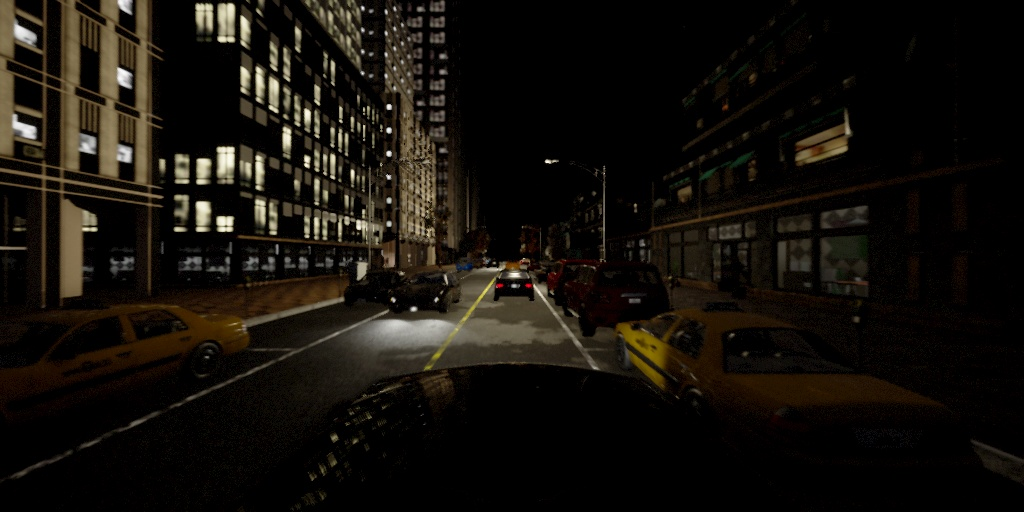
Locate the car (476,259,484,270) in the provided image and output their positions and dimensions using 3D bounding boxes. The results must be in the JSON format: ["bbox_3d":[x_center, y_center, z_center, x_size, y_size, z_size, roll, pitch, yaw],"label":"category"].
[{"bbox_3d":[-5.720,1.304,54.370,1.751,1.417,4.829,0,0,0],"label":"car"}]

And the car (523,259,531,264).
[{"bbox_3d":[2.667,1.351,43.468,1.802,1.307,4.207,0,0,0],"label":"car"}]

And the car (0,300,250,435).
[{"bbox_3d":[-5.693,1.276,4.537,1.751,1.417,4.829,0,0,0],"label":"car"}]

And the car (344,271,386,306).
[{"bbox_3d":[-5.699,1.320,15.781,1.948,1.339,4.313,0,0,0],"label":"car"}]

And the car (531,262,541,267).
[{"bbox_3d":[2.675,1.325,26.857,1.948,1.339,4.313,0,0,0],"label":"car"}]

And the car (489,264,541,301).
[{"bbox_3d":[0.090,1.303,17.510,2.033,1.411,5.357,0,0,0],"label":"car"}]

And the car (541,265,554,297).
[{"bbox_3d":[2.682,1.069,15.783,2.192,1.841,5.009,0,0,0],"label":"car"}]

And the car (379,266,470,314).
[{"bbox_3d":[-3.108,1.301,14.010,2.033,1.411,5.357,0,0,0],"label":"car"}]

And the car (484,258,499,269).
[{"bbox_3d":[-3.031,1.383,57.834,1.994,1.385,4.181,0,0,0],"label":"car"}]

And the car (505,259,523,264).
[{"bbox_3d":[0.075,1.248,45.691,1.882,1.535,5.008,0,0,0],"label":"car"}]

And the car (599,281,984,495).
[{"bbox_3d":[2.688,1.276,4.879,1.751,1.417,4.829,0,0,0],"label":"car"}]

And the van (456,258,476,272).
[{"bbox_3d":[-5.714,1.110,43.466,1.690,1.789,3.998,0,0,0],"label":"van"}]

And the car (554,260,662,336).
[{"bbox_3d":[2.685,1.067,10.247,2.192,1.841,5.009,0,0,0],"label":"car"}]
